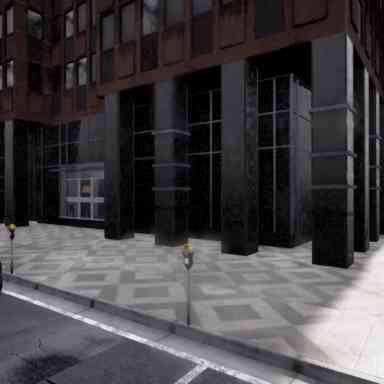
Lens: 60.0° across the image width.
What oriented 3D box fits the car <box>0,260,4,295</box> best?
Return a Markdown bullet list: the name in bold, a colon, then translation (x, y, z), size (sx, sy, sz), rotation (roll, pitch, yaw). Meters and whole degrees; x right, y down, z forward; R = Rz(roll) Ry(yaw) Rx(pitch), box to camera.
- **car**: translation (-5.662, 1.566, 7.037), size (4.313, 1.339, 1.947), rotation (0, 0, 36)
